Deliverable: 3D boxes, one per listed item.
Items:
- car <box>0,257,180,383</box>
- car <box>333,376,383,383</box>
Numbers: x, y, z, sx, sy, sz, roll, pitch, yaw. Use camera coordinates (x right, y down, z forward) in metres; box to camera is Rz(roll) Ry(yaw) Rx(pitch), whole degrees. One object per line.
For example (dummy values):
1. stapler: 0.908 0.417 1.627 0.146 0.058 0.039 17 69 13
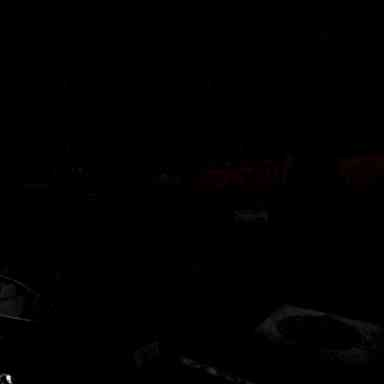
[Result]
1. car: -2.115 1.538 4.346 4.313 1.339 1.947 0 -2 36
2. car: 2.410 1.575 1.122 4.313 1.339 1.947 0 -2 36
